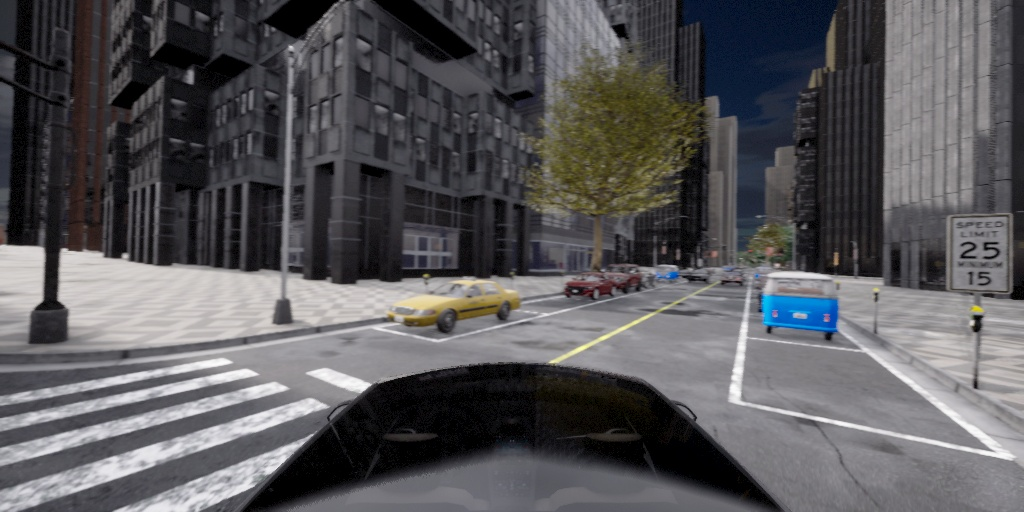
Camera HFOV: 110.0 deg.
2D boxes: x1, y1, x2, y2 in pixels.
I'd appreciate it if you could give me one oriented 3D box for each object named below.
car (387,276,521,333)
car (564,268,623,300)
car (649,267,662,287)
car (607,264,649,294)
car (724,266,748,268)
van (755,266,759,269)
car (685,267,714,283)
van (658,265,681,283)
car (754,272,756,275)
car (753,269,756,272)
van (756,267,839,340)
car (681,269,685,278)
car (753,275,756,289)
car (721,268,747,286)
[{"bbox_3d":[-1.549,1.343,11.151,1.751,1.417,4.829,0,0,34],"label":"car"},{"bbox_3d":[4.445,1.590,20.072,1.888,1.381,4.507,0,0,34],"label":"car"},{"bbox_3d":[10.337,1.825,28.854,2.007,1.370,4.403,0,0,34],"label":"car"},{"bbox_3d":[7.391,1.474,24.463,2.192,1.841,5.009,0,0,34],"label":"car"},{"bbox_3d":[27.675,2.352,44.273,1.837,1.490,4.892,1,-1,34],"label":"car"},{"bbox_3d":[26.728,2.098,37.981,1.690,1.789,3.998,0,0,34],"label":"van"},{"bbox_3d":[20.316,2.120,38.749,1.837,1.490,4.892,1,-1,34],"label":"car"},{"bbox_3d":[16.230,1.848,37.635,1.690,1.789,3.998,0,0,34],"label":"van"},{"bbox_3d":[14.666,1.827,20.006,1.888,1.381,4.507,0,0,34],"label":"car"},{"bbox_3d":[20.697,2.069,28.994,2.007,1.370,4.403,0,0,34],"label":"car"},{"bbox_3d":[8.635,1.388,11.018,1.690,1.789,3.998,0,0,34],"label":"van"},{"bbox_3d":[22.122,2.307,46.416,1.948,1.339,4.313,0,0,34],"label":"car"},{"bbox_3d":[11.650,1.730,15.512,1.948,1.339,4.313,0,0,34],"label":"car"},{"bbox_3d":[21.788,2.161,35.440,2.033,1.411,5.357,1,-1,34],"label":"car"}]
